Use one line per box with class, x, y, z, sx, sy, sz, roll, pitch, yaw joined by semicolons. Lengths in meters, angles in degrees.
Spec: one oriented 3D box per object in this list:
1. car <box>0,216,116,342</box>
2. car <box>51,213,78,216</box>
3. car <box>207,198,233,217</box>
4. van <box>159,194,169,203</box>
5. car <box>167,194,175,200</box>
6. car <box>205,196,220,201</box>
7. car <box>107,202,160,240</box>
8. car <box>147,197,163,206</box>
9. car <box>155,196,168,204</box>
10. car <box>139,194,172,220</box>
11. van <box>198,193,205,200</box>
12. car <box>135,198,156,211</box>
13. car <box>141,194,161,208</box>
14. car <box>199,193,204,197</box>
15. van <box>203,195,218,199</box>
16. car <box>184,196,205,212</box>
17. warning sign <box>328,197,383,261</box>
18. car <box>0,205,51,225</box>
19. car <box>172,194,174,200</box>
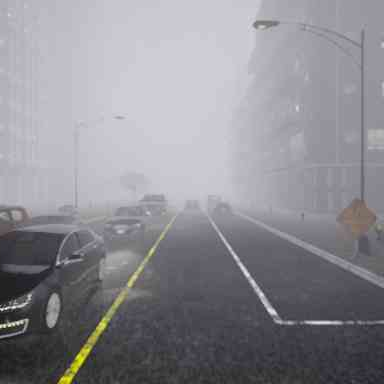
car;-3.104;1.494;6.780;1.837;1.490;4.892;0;0;0
car;-5.701;1.544;13.658;1.947;1.339;4.313;0;0;0
car;2.671;1.519;30.231;1.947;1.339;4.313;0;0;0
van;-5.733;1.266;68.886;1.690;1.788;3.998;0;0;0
car;-5.746;1.362;90.978;1.967;1.590;4.097;0;0;0
car;2.667;1.472;35.924;1.752;1.417;4.829;0;0;0
car;-3.105;1.464;16.987;2.128;1.511;4.902;0;0;0
car;-5.723;1.484;52.318;2.008;1.369;4.403;0;0;0
car;-5.730;1.478;63.364;2.008;1.369;4.403;0;0;0
car;-3.102;1.179;27.565;2.150;2.045;5.566;0;0;-1
van;2.634;1.263;90.982;1.690;1.788;3.998;0;0;0
car;-5.717;1.508;41.273;1.947;1.339;4.313;0;0;0
car;-5.720;1.252;46.794;2.192;1.841;5.009;0;0;0
car;2.641;1.472;79.937;2.008;1.369;4.403;0;0;0
van;2.664;1.283;41.277;1.690;1.788;3.998;0;0;0
car;0.069;1.493;37.085;2.033;1.411;5.357;0;0;0
warning sign;5.062;1.099;10.265;1.300;1.860;1.060;0;0;0
car;-5.698;1.302;8.134;2.192;1.841;5.009;0;0;0
car;-5.736;1.467;74.409;1.887;1.381;4.507;0;0;0
